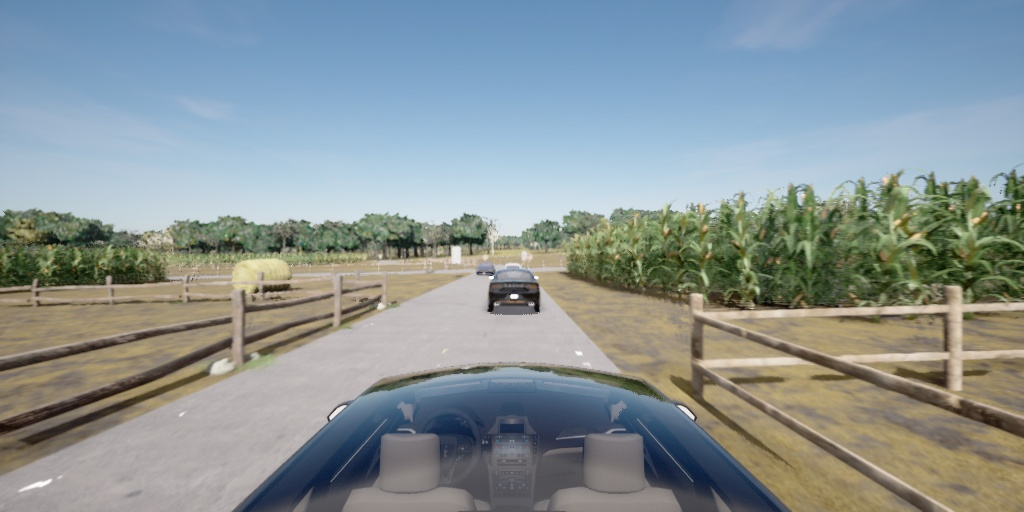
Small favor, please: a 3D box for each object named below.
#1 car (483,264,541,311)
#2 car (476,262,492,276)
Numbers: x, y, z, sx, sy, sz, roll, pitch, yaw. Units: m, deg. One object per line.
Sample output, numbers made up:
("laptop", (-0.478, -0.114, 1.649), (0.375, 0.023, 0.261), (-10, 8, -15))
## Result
("car", (0.073, 1.229, 14.417), (1.882, 1.535, 5.008), (0, -1, 0))
("car", (-2.805, 1.378, 38.997), (2.033, 1.411, 5.357), (0, 0, 0))
